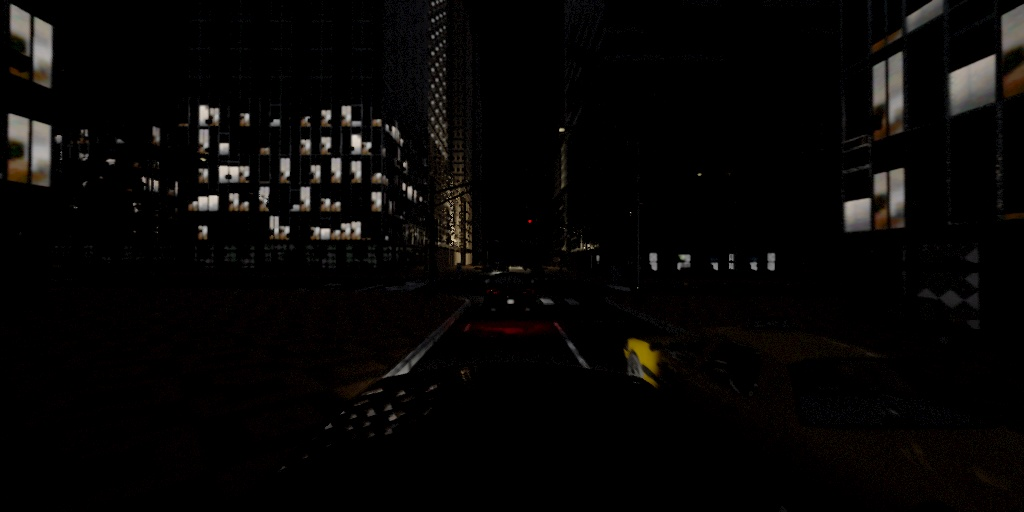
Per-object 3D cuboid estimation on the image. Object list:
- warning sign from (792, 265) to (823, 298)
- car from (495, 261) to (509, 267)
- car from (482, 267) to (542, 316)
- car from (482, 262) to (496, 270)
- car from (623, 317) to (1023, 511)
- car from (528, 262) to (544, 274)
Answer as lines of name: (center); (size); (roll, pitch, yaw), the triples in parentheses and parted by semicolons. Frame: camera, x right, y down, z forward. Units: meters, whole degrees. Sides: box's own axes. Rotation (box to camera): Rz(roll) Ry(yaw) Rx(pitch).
warning sign: (17.260, 1.447, 20.956); (1.060, 1.860, 1.300); (0, 0, -3)
car: (-1.582, 2.055, 65.190); (2.128, 1.511, 4.902); (0, -1, 0)
car: (-0.097, 1.387, 14.354); (1.882, 1.535, 5.008); (0, -1, -1)
car: (-4.095, 2.082, 60.220); (1.802, 1.307, 4.207); (0, 0, 0)
car: (2.565, 1.300, 3.809); (1.751, 1.417, 4.829); (0, 0, 0)
car: (3.865, 1.999, 54.739); (1.948, 1.339, 4.313); (0, 0, 0)
